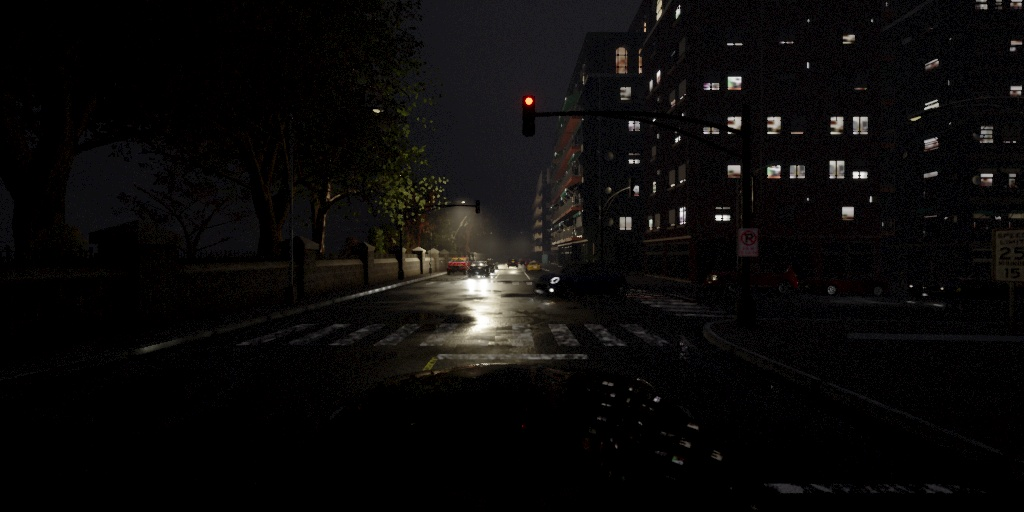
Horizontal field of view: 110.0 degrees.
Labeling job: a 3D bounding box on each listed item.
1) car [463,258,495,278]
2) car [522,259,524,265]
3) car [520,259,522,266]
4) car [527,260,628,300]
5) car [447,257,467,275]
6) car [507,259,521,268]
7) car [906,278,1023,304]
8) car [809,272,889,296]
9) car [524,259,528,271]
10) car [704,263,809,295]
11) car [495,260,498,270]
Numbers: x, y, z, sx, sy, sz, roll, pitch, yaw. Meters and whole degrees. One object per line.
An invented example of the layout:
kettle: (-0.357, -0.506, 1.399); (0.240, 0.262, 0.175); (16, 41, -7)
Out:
car: (-3.078, 1.245, 34.325); (2.128, 1.511, 4.902); (0, 0, 0)
car: (2.725, 1.307, 49.631); (1.888, 1.381, 4.507); (0, 0, 0)
car: (2.729, 1.316, 55.166); (2.007, 1.370, 4.403); (0, 0, 0)
car: (3.371, 1.114, 17.629); (4.553, 1.767, 2.097); (1, 0, -23)
car: (-5.664, 1.070, 38.566); (2.192, 1.841, 5.009); (0, 0, 0)
car: (0.147, 1.319, 63.181); (2.033, 1.411, 5.357); (0, 0, -1)
car: (24.538, 1.814, 19.394); (4.718, 1.301, 1.895); (1, 0, 0)
car: (20.307, 1.671, 21.980); (4.507, 1.381, 1.888); (0, 0, 0)
car: (2.721, 1.283, 44.266); (1.751, 1.417, 4.829); (0, 0, 0)
car: (14.612, 1.338, 21.966); (5.009, 1.841, 2.192); (0, 0, 0)
car: (-3.067, 1.263, 43.676); (1.837, 1.490, 4.892); (0, 0, 0)
